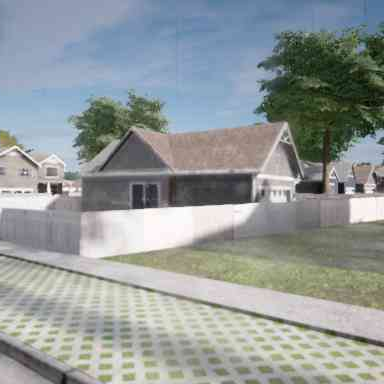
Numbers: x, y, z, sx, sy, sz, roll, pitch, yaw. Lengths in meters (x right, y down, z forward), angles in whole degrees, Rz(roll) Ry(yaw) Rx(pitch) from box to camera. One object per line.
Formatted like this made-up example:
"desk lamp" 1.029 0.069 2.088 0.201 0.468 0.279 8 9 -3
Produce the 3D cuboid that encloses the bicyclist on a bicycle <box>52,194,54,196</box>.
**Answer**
"bicyclist on a bicycle" -13.130 1.004 31.623 1.656 1.620 0.582 0 1 34
